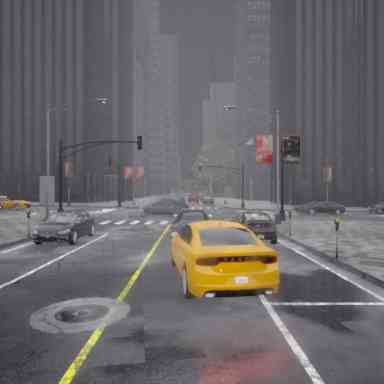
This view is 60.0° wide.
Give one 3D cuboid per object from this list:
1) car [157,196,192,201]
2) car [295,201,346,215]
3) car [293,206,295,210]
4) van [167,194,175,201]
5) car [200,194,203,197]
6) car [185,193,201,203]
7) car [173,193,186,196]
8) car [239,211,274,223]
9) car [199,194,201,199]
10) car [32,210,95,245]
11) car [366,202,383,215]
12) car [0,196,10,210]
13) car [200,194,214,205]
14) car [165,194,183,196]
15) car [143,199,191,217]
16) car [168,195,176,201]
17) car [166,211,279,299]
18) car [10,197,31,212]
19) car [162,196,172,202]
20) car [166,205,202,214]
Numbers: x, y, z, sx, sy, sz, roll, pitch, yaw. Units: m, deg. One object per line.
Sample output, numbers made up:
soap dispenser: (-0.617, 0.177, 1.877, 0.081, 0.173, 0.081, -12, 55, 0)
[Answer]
car: (-2.711, 1.550, 38.957, 2.033, 1.411, 5.357, 2, 1, 36)
car: (14.720, 1.812, 37.575, 4.892, 1.490, 1.837, 1, 0, 1)
car: (14.868, 1.842, 40.836, 4.674, 1.442, 1.812, 1, 0, 2)
van: (-5.406, 1.372, 85.257, 1.690, 1.788, 3.998, 0, 0, 0)
car: (2.942, 1.544, 63.310, 1.752, 1.417, 4.829, 0, 0, 0)
car: (0.262, 1.248, 71.398, 2.150, 2.045, 5.566, 0, 0, 0)
car: (-2.852, 1.511, 64.859, 2.128, 1.511, 4.902, 0, 0, 1)
car: (2.749, 1.552, 15.444, 2.008, 1.369, 4.403, 0, 0, 0)
car: (2.985, 1.572, 68.653, 2.008, 1.369, 4.403, 0, 0, 0)
car: (-5.776, 1.552, 15.439, 2.008, 1.369, 4.403, 0, 0, 0)
car: (24.078, 1.981, 40.804, 4.902, 1.511, 2.128, 1, 0, 0)
car: (-20.165, 1.170, 30.958, 4.892, 1.490, 1.837, 1, 0, 0)
car: (2.896, 1.567, 57.628, 2.008, 1.369, 4.403, 0, 0, 0)
car: (-2.955, 1.493, 55.284, 1.882, 1.535, 5.008, 0, 0, 1)
car: (-2.428, 1.572, 30.917, 4.181, 1.385, 1.994, 0, 0, 0)
car: (-5.362, 1.579, 90.769, 1.887, 1.381, 4.507, 0, 0, 0)
car: (0.547, 1.478, 8.611, 1.882, 1.535, 5.008, 0, 0, -9)
car: (-19.182, 1.166, 34.205, 5.008, 1.535, 1.882, 1, 0, 0)
car: (-5.495, 1.591, 74.232, 1.947, 1.339, 4.313, 0, 0, 0)
car: (0.036, 1.565, 16.133, 1.994, 1.385, 4.181, 0, 0, 0)
